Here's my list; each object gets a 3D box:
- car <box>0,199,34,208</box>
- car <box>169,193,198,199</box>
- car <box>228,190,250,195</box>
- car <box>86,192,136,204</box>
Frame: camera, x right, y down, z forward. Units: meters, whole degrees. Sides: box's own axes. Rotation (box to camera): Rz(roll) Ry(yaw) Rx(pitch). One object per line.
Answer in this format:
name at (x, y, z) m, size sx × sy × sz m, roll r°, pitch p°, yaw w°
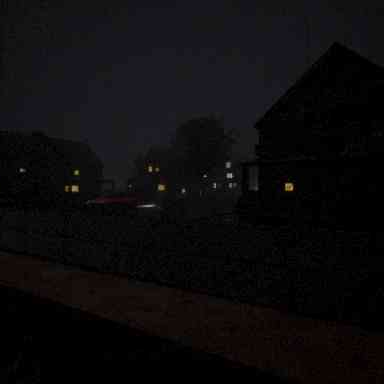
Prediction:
car at (-12.290, 1.215, 20.985) m, size 1.812 × 1.442 × 4.674 m, roll 1°, pitch 2°, yaw 35°
car at (-0.823, 0.788, 37.131) m, size 1.994 × 1.385 × 4.181 m, roll 1°, pitch 2°, yaw 36°
car at (6.805, 0.411, 47.791) m, size 2.128 × 1.511 × 4.902 m, roll 1°, pitch 2°, yaw 36°
car at (-6.916, 0.822, 28.562) m, size 2.097 × 1.767 × 4.553 m, roll 1°, pitch 2°, yaw 35°
